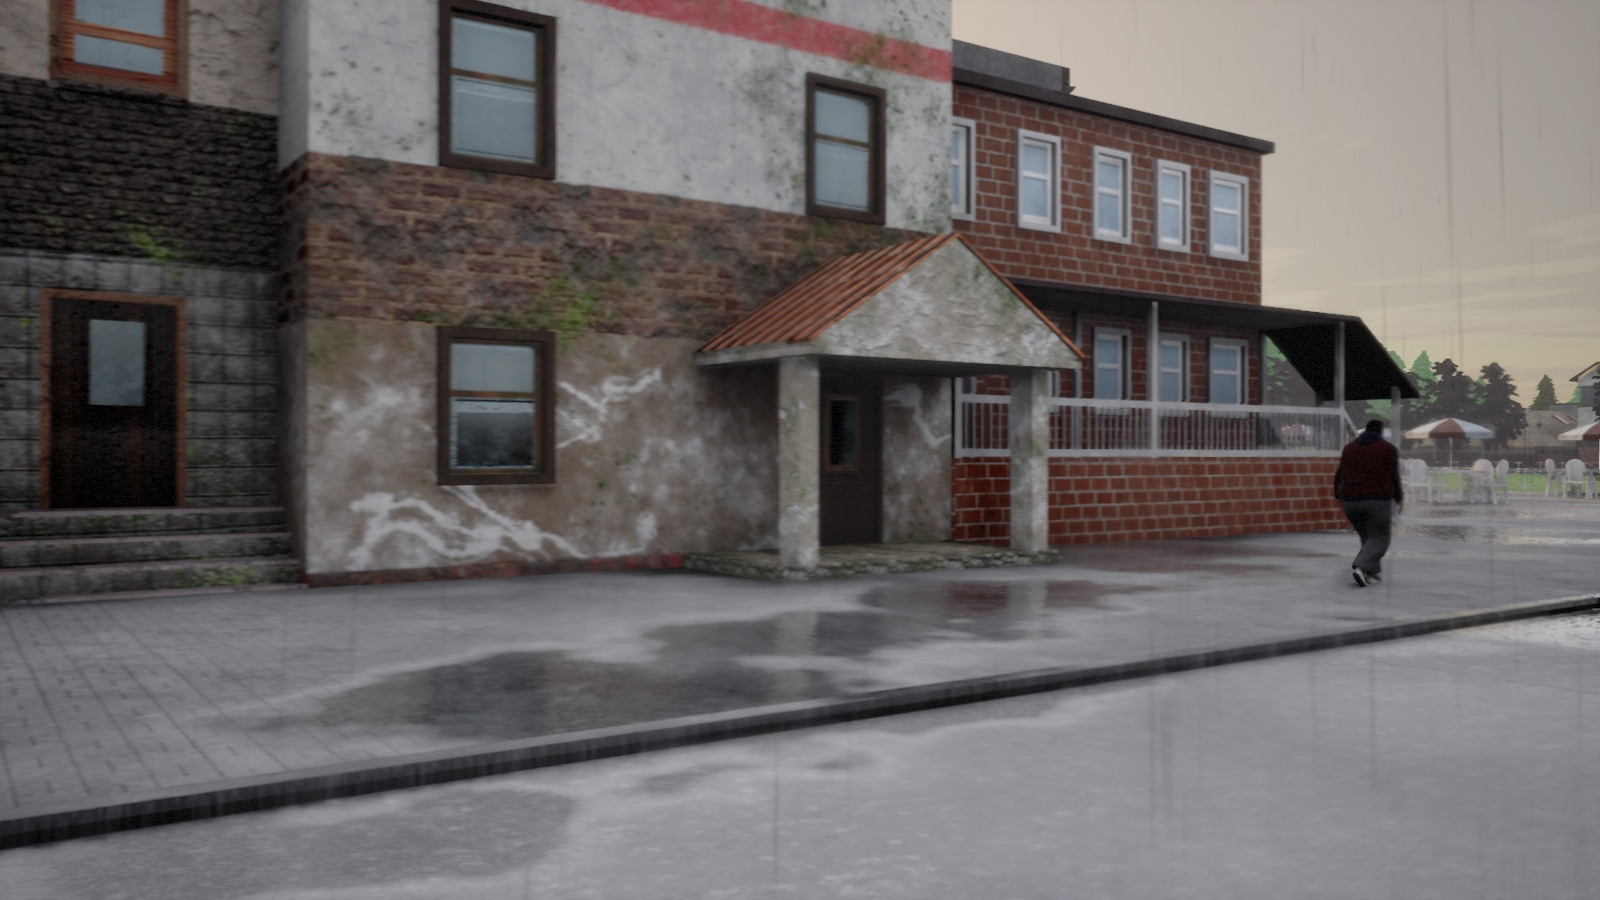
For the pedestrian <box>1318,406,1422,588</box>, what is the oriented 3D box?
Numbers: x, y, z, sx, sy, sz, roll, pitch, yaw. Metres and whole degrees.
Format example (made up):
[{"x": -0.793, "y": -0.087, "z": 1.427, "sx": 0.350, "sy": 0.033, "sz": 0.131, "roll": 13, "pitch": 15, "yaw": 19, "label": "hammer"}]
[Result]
[{"x": 6.008, "y": 0.474, "z": 13.238, "sx": 0.899, "sy": 1.844, "sz": 0.634, "roll": 0, "pitch": 0, "yaw": -36, "label": "pedestrian"}]
